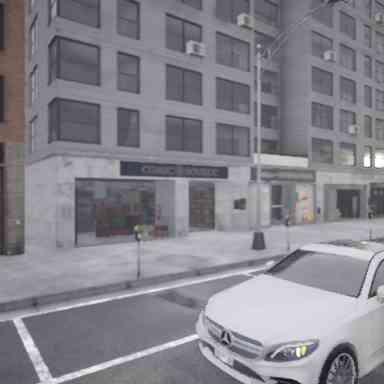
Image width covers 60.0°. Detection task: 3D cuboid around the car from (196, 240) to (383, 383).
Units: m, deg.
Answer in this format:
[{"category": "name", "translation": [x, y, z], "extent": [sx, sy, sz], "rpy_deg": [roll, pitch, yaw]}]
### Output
[{"category": "car", "translation": [2.241, 1.511, 4.977], "extent": [4.674, 1.442, 1.812], "rpy_deg": [0, 0, -36]}]
